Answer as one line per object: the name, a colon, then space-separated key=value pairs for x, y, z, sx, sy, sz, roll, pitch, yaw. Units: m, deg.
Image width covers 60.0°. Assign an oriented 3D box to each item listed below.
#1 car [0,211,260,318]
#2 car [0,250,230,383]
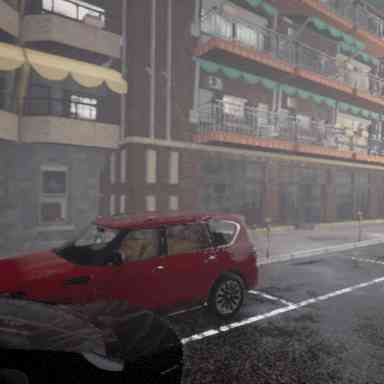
car: x=-0.992 y=1.315 z=5.837 sx=5.009 sy=1.841 sz=2.192 roll=0 pitch=1 yaw=-36
car: x=-2.331 y=1.477 z=1.715 sx=5.008 sy=1.535 sz=1.882 roll=0 pitch=0 yaw=-36
